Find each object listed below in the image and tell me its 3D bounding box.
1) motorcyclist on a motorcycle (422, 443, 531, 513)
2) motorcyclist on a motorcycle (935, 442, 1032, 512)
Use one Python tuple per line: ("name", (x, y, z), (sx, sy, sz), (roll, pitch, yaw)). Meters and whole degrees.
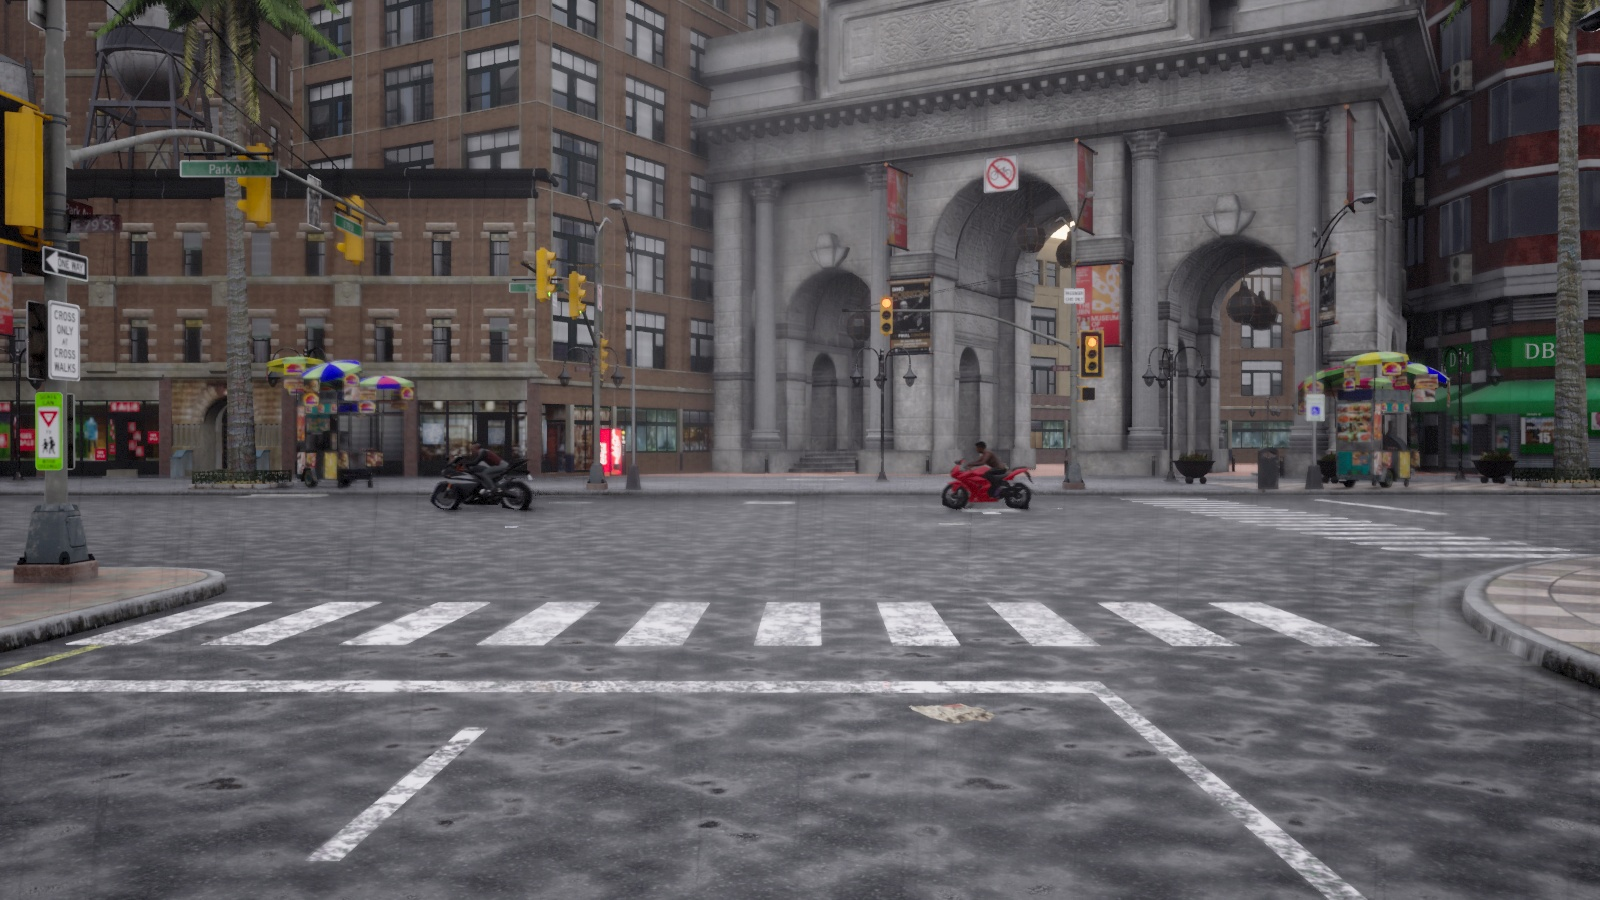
("motorcyclist on a motorcycle", (-7.165, 0.618, 27.916), (2.191, 1.530, 0.866), (0, 0, 1))
("motorcyclist on a motorcycle", (4.037, 0.575, 27.757), (2.044, 1.523, 0.797), (0, 0, 1))
